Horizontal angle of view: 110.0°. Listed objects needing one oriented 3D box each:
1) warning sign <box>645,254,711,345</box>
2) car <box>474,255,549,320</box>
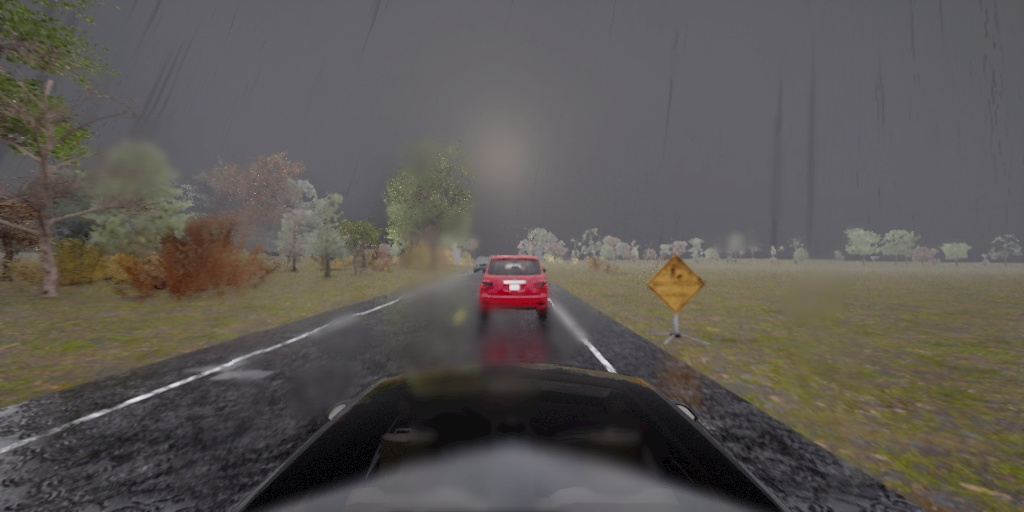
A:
[{"bbox_3d":[3.552,0.882,7.775,1.300,1.860,1.060,0,0,0],"label":"warning sign"},{"bbox_3d":[0.087,1.004,13.006,2.150,2.045,5.566,0,0,0],"label":"car"}]
